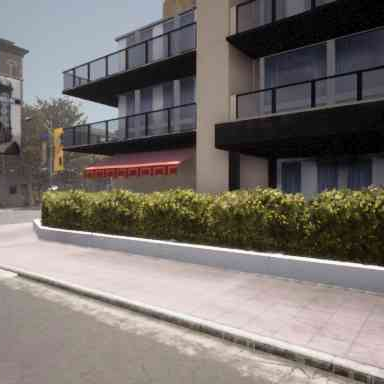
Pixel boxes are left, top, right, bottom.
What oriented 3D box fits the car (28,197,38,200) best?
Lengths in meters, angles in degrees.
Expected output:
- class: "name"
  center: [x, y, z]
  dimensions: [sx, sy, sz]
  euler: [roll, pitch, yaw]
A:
- class: "car"
  center: [-34.495, 1.481, 68.404]
  dimensions: [4.892, 1.521, 2.231]
  euler: [0, 0, 37]
